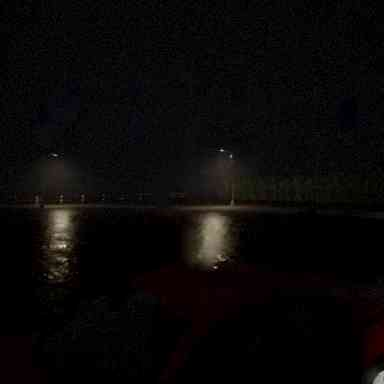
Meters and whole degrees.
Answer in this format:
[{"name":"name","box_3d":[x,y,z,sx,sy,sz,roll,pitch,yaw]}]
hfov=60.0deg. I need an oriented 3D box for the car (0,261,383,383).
[{"name":"car","box_3d":[0.017,1.484,2.957,5.008,1.535,1.882,0,0,-35]}]
